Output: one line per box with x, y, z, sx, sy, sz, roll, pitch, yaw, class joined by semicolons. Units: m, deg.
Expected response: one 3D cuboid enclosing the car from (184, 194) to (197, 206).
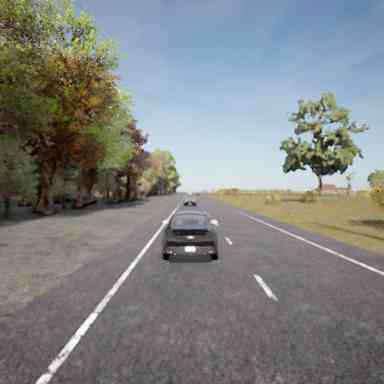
-0.293;1.477;52.512;1.895;1.301;4.718;0;0;0;car

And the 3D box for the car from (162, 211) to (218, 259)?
-0.066;1.482;12.519;1.837;1.490;4.892;0;0;0;car

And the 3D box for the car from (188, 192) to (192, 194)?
-0.516;1.293;90.951;2.033;1.411;5.357;0;0;0;car
